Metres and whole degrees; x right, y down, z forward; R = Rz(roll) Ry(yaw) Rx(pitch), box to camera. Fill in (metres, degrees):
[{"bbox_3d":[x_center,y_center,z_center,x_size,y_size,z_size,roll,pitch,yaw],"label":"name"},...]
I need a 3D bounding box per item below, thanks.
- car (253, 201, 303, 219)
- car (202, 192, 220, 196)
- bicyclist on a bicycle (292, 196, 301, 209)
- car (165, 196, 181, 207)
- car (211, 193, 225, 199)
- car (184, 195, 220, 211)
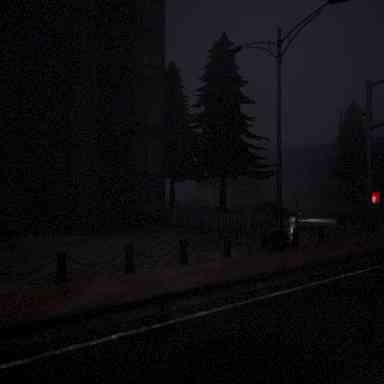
[{"bbox_3d":[7.535,1.541,29.475,1.812,1.442,4.674,0,0,-38],"label":"car"},{"bbox_3d":[5.165,1.113,92.444,1.932,1.855,4.605,0,0,-37],"label":"car"},{"bbox_3d":[11.472,1.316,36.639,1.656,1.620,0.582,0,0,-37],"label":"bicyclist on a bicycle"},{"bbox_3d":[-3.591,1.616,50.451,1.895,1.301,4.718,0,0,-34],"label":"car"},{"bbox_3d":[7.253,1.092,94.506,1.905,1.878,3.866,0,0,-37],"label":"car"},{"bbox_3d":[1.330,1.493,37.662,1.882,1.535,5.008,0,0,-37],"label":"car"}]
